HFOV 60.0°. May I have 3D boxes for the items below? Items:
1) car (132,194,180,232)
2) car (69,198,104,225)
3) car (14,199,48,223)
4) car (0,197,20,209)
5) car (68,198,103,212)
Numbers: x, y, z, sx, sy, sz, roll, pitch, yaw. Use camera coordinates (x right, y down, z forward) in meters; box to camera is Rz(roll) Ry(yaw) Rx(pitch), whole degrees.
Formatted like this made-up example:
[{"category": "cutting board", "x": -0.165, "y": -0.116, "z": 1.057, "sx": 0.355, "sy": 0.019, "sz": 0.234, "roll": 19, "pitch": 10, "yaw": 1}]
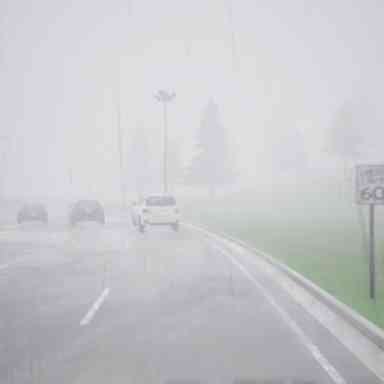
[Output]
[{"category": "car", "x": -2.259, "y": 1.137, "z": 19.721, "sx": 2.150, "sy": 2.045, "sz": 5.566, "roll": 0, "pitch": 0, "yaw": -16}, {"category": "car", "x": -7.542, "y": 1.283, "z": 23.616, "sx": 2.097, "sy": 1.767, "sz": 4.553, "roll": -1, "pitch": 0, "yaw": -22}, {"category": "car", "x": -12.029, "y": 1.517, "z": 25.084, "sx": 1.994, "sy": 1.385, "sz": 4.181, "roll": 0, "pitch": 0, "yaw": -26}, {"category": "car", "x": -24.881, "y": 1.445, "z": 45.345, "sx": 4.892, "sy": 1.490, "sz": 1.837, "roll": 0, "pitch": 0, "yaw": 34}, {"category": "car", "x": -12.519, "y": 1.436, "z": 38.722, "sx": 2.033, "sy": 1.411, "sz": 5.357, "roll": -1, "pitch": 0, "yaw": -39}]
